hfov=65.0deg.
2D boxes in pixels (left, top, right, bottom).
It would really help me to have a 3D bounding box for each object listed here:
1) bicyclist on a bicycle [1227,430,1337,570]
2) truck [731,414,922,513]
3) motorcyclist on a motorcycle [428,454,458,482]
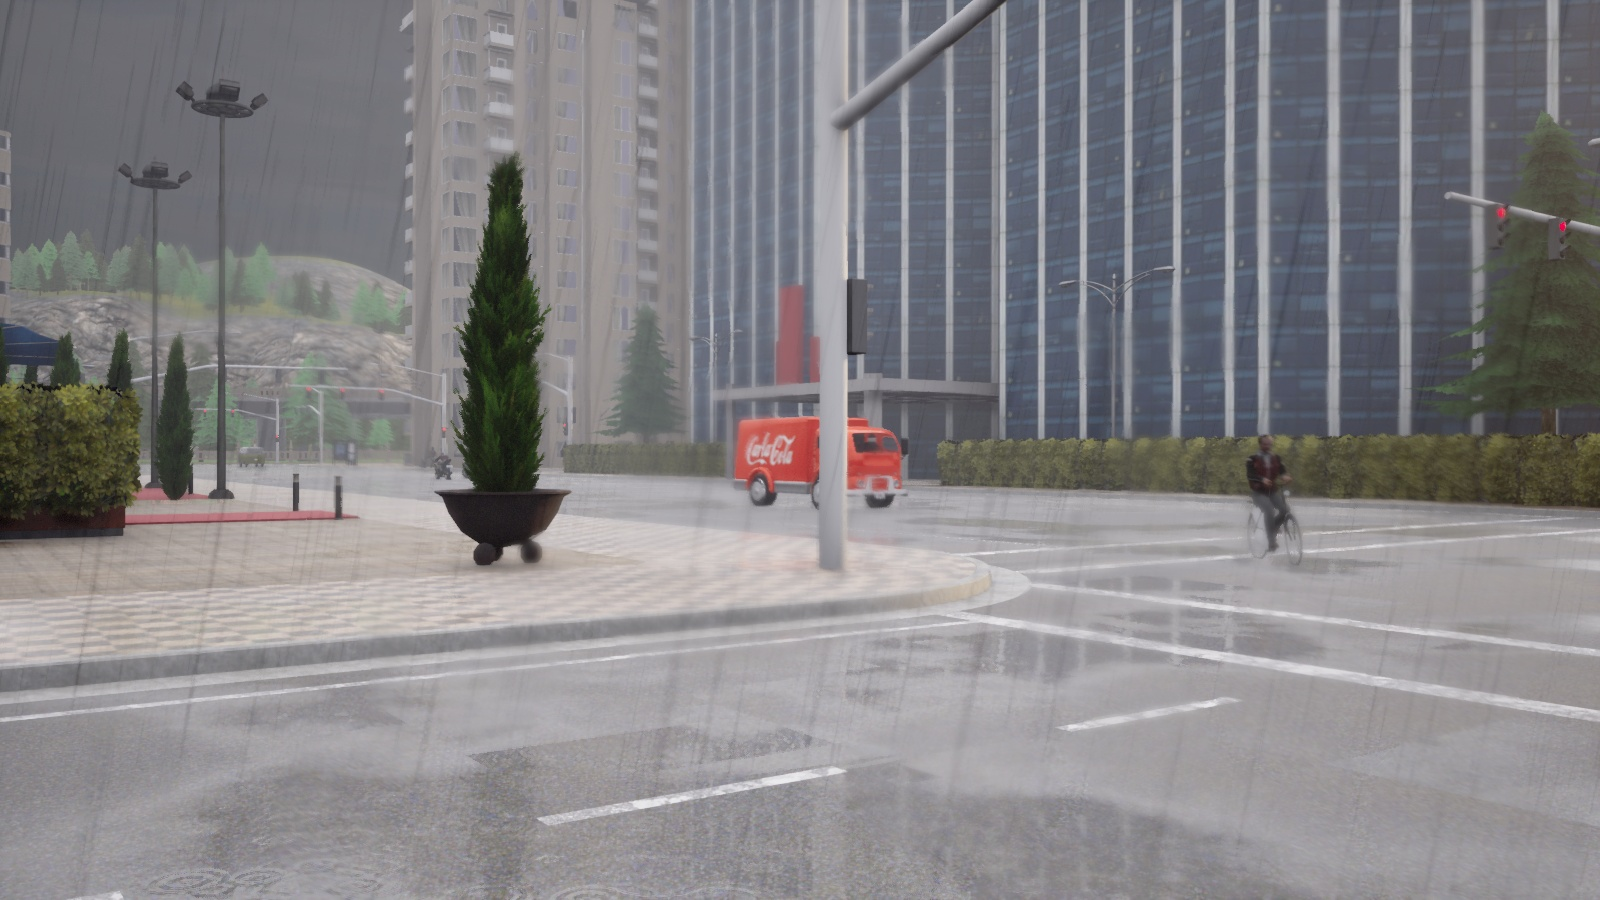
[{"bbox_3d":[6.511,0.643,17.065,0.659,1.776,1.843,-2,0,-2],"label":"bicyclist on a bicycle"},{"bbox_3d":[0.615,0.340,34.194,2.627,2.467,5.204,0,0,-35],"label":"truck"},{"bbox_3d":[-19.588,0.990,68.870,0.866,1.530,2.191,0,0,-35],"label":"motorcyclist on a motorcycle"}]
